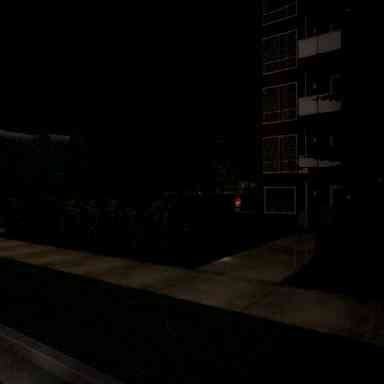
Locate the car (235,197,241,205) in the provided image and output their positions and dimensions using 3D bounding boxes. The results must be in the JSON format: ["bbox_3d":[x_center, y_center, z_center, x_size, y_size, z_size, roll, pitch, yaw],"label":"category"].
[{"bbox_3d":[9.336,1.478,58.051,1.882,1.535,5.008,0,0,36],"label":"car"}]
